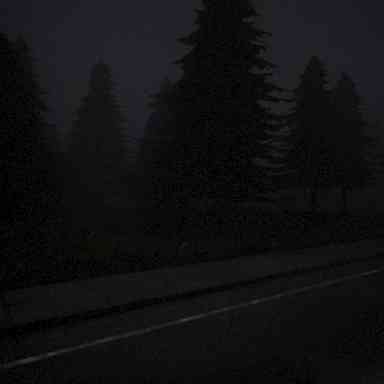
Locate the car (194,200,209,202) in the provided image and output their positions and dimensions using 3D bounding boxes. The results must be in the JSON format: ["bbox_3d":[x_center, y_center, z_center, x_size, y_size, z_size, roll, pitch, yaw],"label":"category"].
[{"bbox_3d":[0.932,1.591,61.044,2.150,2.045,5.566,1,-1,-34],"label":"car"}]
